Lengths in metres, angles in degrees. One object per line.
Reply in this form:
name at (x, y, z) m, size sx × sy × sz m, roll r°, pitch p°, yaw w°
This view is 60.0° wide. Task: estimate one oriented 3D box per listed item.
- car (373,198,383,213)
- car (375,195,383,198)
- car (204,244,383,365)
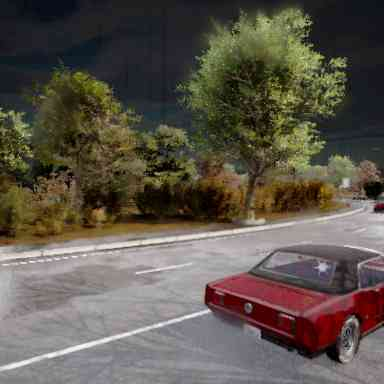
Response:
car at (21.388, 1.638, 36.941) m, size 1.895 × 1.301 × 4.718 m, roll 0°, pitch 0°, yaw 34°
car at (40.240, 1.406, 70.802) m, size 1.994 × 1.385 × 4.181 m, roll 0°, pitch 0°, yaw 15°
car at (2.567, 1.613, 5.895) m, size 4.718 × 1.301 × 1.895 m, roll 0°, pitch 0°, yaw -38°
